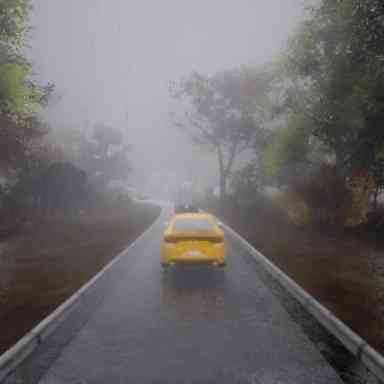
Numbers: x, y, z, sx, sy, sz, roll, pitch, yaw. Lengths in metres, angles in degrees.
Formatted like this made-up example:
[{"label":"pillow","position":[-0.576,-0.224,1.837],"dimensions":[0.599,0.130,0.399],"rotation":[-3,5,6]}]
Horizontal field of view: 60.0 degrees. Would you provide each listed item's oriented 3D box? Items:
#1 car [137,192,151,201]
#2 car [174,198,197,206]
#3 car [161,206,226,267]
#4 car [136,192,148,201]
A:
[{"label":"car","position":[-10.740,1.167,76.516],"dimensions":[2.097,1.767,4.553],"rotation":[0,0,-14]},{"label":"car","position":[-0.606,1.356,31.636],"dimensions":[2.097,1.767,4.553],"rotation":[0,0,-3]},{"label":"car","position":[0.045,1.479,11.387],"dimensions":[1.882,1.535,5.008],"rotation":[0,0,0]},{"label":"car","position":[-12.686,1.105,84.252],"dimensions":[2.150,2.045,5.566],"rotation":[0,0,-16]}]
